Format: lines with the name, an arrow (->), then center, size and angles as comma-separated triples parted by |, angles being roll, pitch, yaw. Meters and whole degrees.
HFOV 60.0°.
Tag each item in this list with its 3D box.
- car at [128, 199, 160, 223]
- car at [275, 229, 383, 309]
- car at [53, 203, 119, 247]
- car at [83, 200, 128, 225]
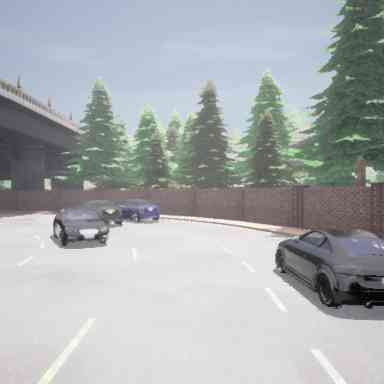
car -> -4.656, 1.350, 25.976 | 4.553, 1.767, 2.097 | 0, 0, 42
car -> 3.461, 1.563, 7.958 | 1.994, 1.385, 4.181 | 0, 0, -3
car -> -5.178, 1.490, 15.257 | 2.128, 1.511, 4.902 | 0, 0, -28
car -> -6.796, 1.351, 22.974 | 4.553, 1.767, 2.097 | 0, 0, 44
